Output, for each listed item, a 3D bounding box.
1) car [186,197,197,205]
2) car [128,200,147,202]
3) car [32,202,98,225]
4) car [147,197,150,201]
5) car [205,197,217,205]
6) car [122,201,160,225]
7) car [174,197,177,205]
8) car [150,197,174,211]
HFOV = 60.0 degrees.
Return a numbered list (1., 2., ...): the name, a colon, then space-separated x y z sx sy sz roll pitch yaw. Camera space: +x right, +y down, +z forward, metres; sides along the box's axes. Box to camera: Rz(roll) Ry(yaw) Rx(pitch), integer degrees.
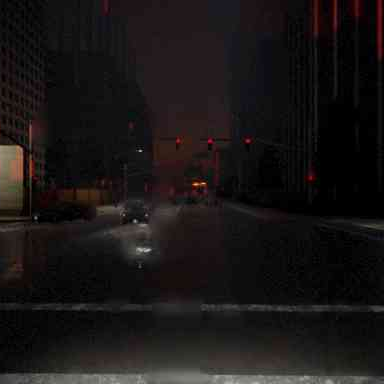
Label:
1. car: -0.105 1.547 58.408 2.033 1.411 5.357 0 0 0
2. car: -7.170 1.600 41.445 1.895 1.301 4.718 0 0 0
3. car: -9.044 1.470 24.017 2.128 1.511 4.902 0 0 30
4. car: -7.106 1.601 58.648 1.994 1.385 4.181 0 0 0
5. car: 3.395 1.525 58.414 1.812 1.442 4.674 0 0 0
6. car: -3.642 1.578 23.581 1.895 1.301 4.718 0 0 0
7. car: -3.606 1.615 58.654 2.033 1.411 5.357 0 0 0
8. car: -3.669 1.563 41.137 1.994 1.385 4.181 0 0 0
